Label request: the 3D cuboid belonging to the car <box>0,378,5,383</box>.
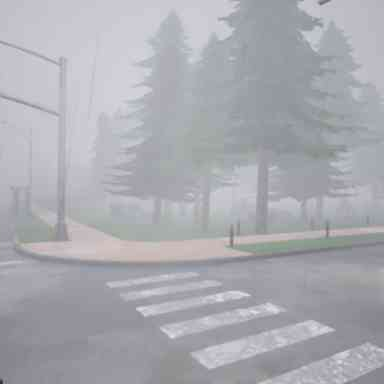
[{"bbox_3d":[-3.439,1.539,1.378,4.718,1.301,1.895,1,0,-7],"label":"car"}]
